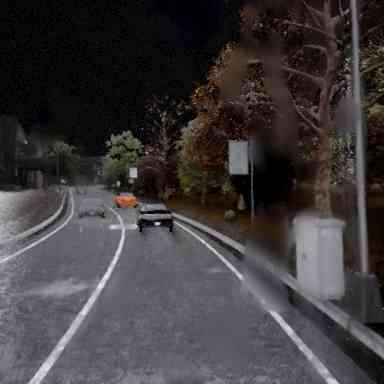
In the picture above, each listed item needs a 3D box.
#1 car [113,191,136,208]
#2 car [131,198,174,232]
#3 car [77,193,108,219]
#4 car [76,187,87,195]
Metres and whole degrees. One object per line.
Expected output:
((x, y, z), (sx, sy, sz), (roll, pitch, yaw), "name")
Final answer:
((-7.376, 0.720, 36.509), (2.097, 1.767, 4.553), (1, 1, -19), "car")
((-2.214, 1.338, 19.177), (2.128, 1.511, 4.902), (1, 1, -11), "car")
((-7.501, 1.145, 25.158), (1.837, 1.490, 4.892), (1, 1, -16), "car")
((-21.519, -0.199, 64.659), (2.128, 1.511, 4.902), (1, 2, -20), "car")
